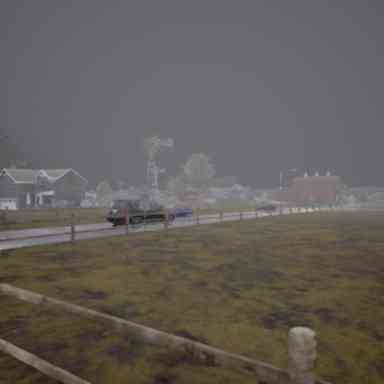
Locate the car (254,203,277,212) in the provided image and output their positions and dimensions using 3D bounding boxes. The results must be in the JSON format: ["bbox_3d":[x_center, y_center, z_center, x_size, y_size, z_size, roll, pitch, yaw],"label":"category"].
[{"bbox_3d":[11.055,2.280,50.166,1.895,1.301,4.718,0,-1,35],"label":"car"}]

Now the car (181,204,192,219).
[{"bbox_3d":[-1.933,1.832,31.429,1.882,1.535,5.008,0,-1,35],"label":"car"}]

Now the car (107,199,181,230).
[{"bbox_3d":[-3.534,1.504,24.061,2.150,2.045,5.566,0,0,36],"label":"car"}]
